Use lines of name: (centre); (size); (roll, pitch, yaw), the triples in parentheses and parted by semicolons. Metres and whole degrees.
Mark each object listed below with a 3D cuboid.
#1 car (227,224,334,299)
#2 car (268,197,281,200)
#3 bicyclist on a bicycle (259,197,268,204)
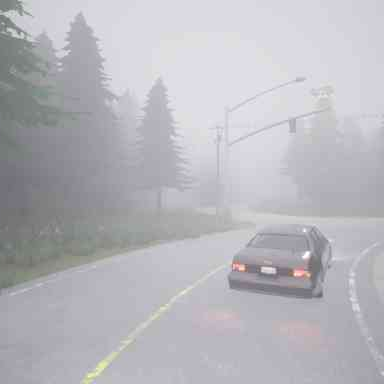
car: (2.536, 1.547, 8.645); (2.033, 1.411, 5.357); (0, 0, 25)
car: (15.338, 1.590, 61.032); (1.994, 1.385, 4.181); (0, 0, 41)
bicyclist on a bicycle: (8.680, 1.480, 40.159); (1.656, 1.620, 0.582); (0, 0, -1)
